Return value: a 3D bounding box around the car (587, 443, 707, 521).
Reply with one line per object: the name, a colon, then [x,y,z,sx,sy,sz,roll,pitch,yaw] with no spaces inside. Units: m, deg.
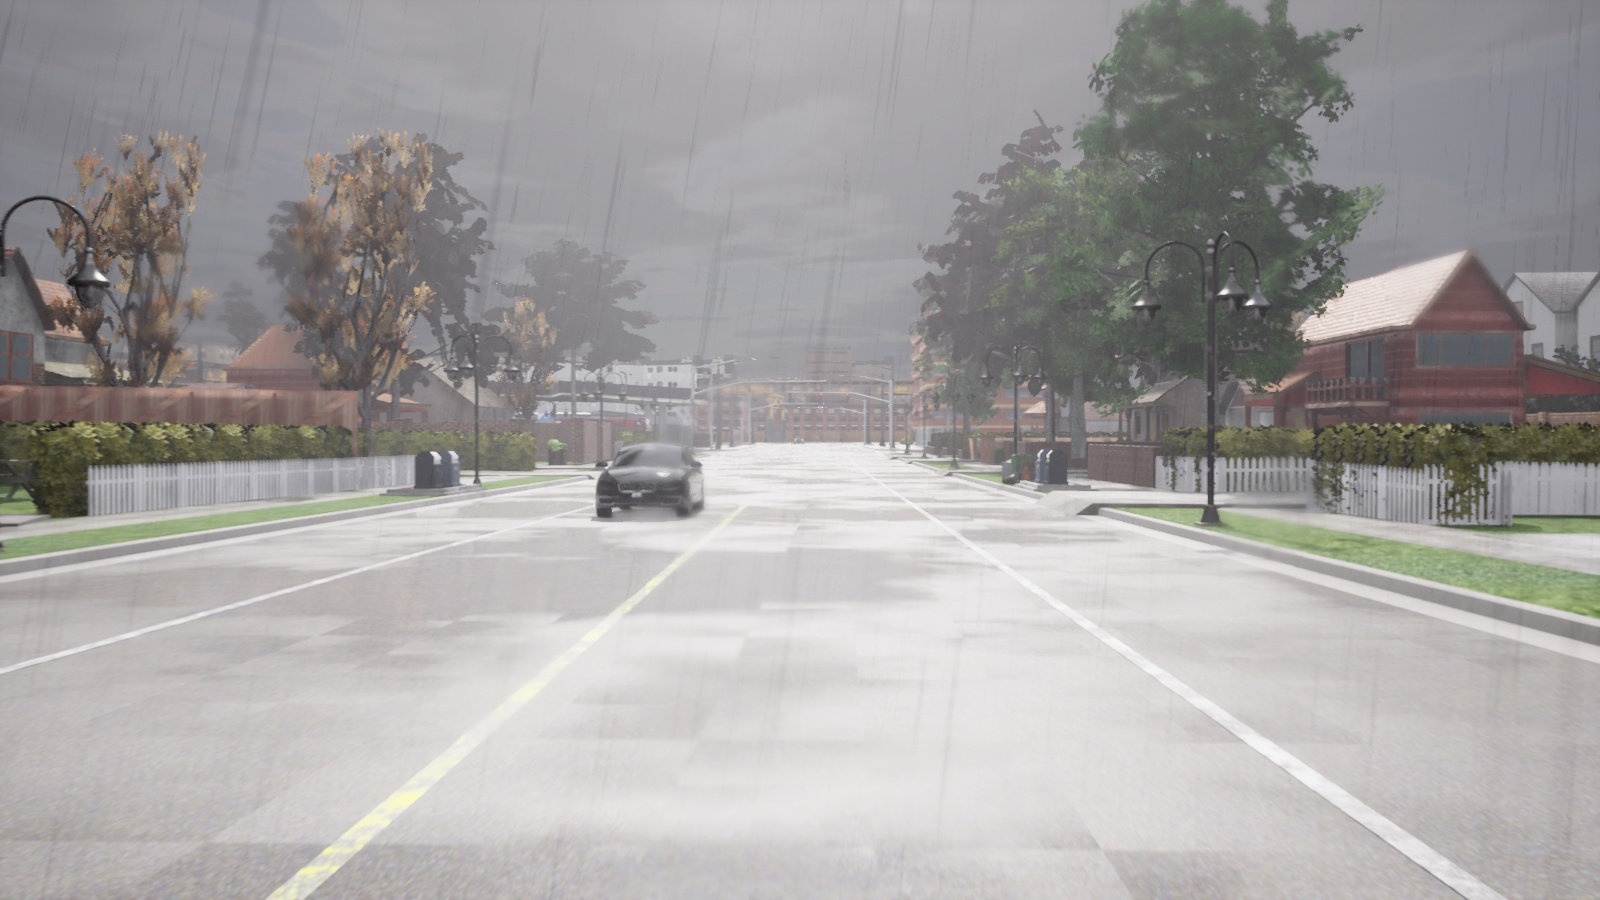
car: [-3.099,0.598,26.362,1.837,1.490,4.892,0,0,1]
